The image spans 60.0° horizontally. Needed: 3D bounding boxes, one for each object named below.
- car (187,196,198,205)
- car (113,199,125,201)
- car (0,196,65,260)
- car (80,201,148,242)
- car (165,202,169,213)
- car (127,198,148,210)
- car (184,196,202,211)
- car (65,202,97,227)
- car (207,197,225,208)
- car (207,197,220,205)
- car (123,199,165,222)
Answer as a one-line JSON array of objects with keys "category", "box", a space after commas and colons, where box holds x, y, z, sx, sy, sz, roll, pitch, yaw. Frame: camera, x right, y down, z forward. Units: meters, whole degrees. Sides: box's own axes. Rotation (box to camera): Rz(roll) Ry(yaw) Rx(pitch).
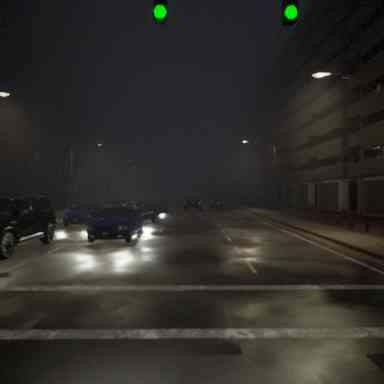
[{"category": "car", "box": [0.086, 1.430, 57.640, 1.812, 1.442, 4.674, 0, 0, 0]}, {"category": "car", "box": [-7.084, 1.444, 33.012, 1.837, 1.490, 4.892, 0, 0, 0]}, {"category": "car", "box": [-7.090, 1.190, 12.696, 2.150, 2.045, 5.566, 0, 0, 0]}, {"category": "car", "box": [-3.588, 1.441, 16.227, 1.882, 1.535, 5.008, 0, 0, 0]}, {"category": "car", "box": [-3.579, 1.500, 35.731, 1.994, 1.385, 4.181, 0, 0, 0]}, {"category": "car", "box": [-7.037, 1.526, 43.306, 1.895, 1.301, 4.718, 0, 0, 1]}, {"category": "car", "box": [0.097, 1.283, 39.357, 2.097, 1.767, 4.553, 0, 0, 0]}, {"category": "car", "box": [-7.092, 1.432, 22.700, 1.882, 1.535, 5.008, 0, 0, 0]}, {"category": "car", "box": [3.497, 1.486, 46.000, 1.994, 1.385, 4.181, 0, 0, 0]}, {"category": "car", "box": [3.496, 1.508, 55.944, 1.895, 1.301, 4.718, 0, 0, 0]}, {"category": "car", "box": [-3.588, 1.442, 25.715, 2.128, 1.511, 4.902, 0, 0, 0]}]
